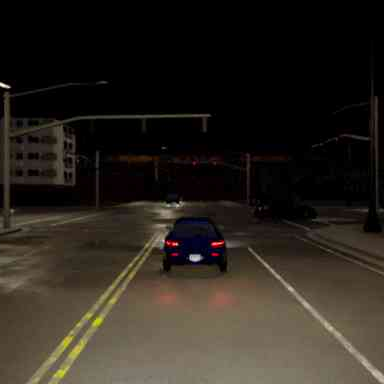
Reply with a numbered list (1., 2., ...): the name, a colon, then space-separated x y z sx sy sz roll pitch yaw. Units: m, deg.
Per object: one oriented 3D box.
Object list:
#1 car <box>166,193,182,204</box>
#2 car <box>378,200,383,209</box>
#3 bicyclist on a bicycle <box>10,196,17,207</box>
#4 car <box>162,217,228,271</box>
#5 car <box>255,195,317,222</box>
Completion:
1. car: -3.525 1.243 62.254 2.150 2.045 5.566 0 0 1
2. car: 24.757 1.132 39.924 4.553 1.767 2.097 -1 0 1
3. bicyclist on a bicycle: -25.424 1.318 47.372 0.582 1.620 1.656 0 0 0
4. car: 0.087 1.530 10.815 1.812 1.442 4.674 0 0 0
5. car: 7.309 1.313 25.854 4.553 1.767 2.097 0 0 -12
